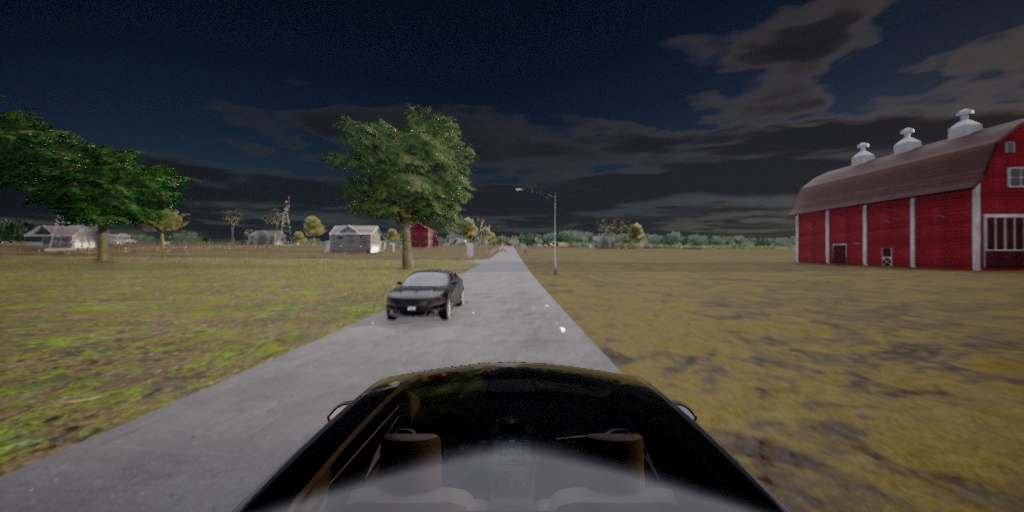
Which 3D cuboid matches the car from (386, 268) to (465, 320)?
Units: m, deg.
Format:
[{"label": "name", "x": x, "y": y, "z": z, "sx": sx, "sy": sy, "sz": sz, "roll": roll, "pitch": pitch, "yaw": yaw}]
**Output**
[{"label": "car", "x": -2.848, "y": 1.207, "z": 12.689, "sx": 1.882, "sy": 1.535, "sz": 5.008, "roll": 0, "pitch": 0, "yaw": 0}]
